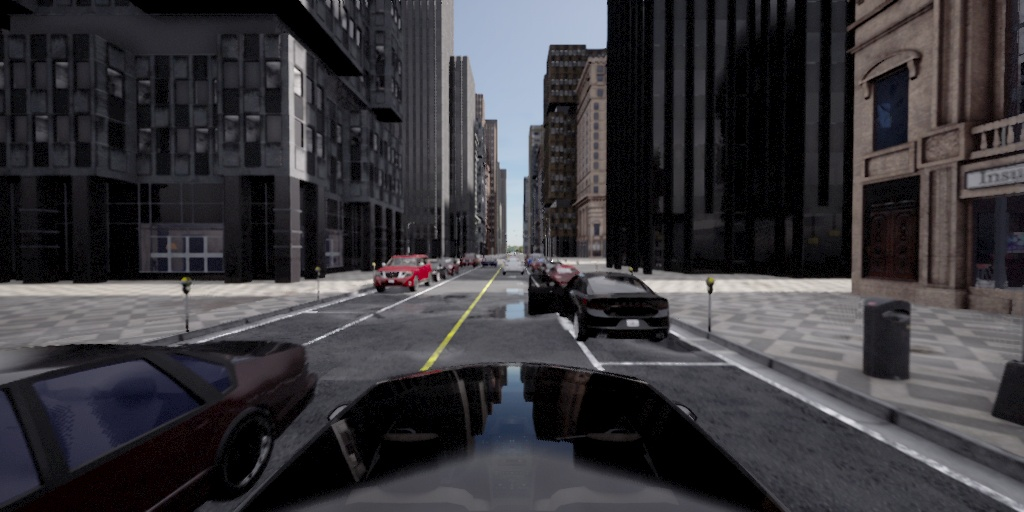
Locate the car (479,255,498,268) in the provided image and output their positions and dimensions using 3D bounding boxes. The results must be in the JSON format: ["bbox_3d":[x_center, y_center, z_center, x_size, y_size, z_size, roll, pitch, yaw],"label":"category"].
[{"bbox_3d":[-2.886,0.841,47.128,1.895,1.301,4.718,0,1,0],"label":"car"}]

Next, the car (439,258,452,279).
[{"bbox_3d":[-5.705,1.041,25.147,1.948,1.339,4.313,0,0,0],"label":"car"}]

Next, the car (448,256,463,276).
[{"bbox_3d":[-5.691,0.850,30.748,1.967,1.591,4.097,0,0,0],"label":"car"}]

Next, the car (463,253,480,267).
[{"bbox_3d":[-5.648,0.529,47.554,2.192,1.841,5.009,0,0,0],"label":"car"}]

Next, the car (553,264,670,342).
[{"bbox_3d":[2.379,1.136,9.514,1.882,1.535,5.008,0,1,0],"label":"car"}]

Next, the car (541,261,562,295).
[{"bbox_3d":[2.806,1.123,19.527,1.802,1.307,4.207,0,0,0],"label":"car"}]

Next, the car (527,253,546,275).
[{"bbox_3d":[2.849,0.784,36.331,1.967,1.591,4.097,0,0,0],"label":"car"}]

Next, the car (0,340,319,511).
[{"bbox_3d":[-3.101,1.298,1.683,2.033,1.411,5.357,0,1,0],"label":"car"}]

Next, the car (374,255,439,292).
[{"bbox_3d":[-5.719,0.856,19.545,2.192,1.841,5.009,0,0,0],"label":"car"}]

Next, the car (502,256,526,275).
[{"bbox_3d":[0.132,0.909,33.005,1.812,1.442,4.674,0,1,1],"label":"car"}]

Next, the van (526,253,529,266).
[{"bbox_3d":[2.863,0.620,41.933,1.690,1.789,3.998,0,0,0],"label":"van"}]

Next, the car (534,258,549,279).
[{"bbox_3d":[2.820,1.041,25.128,1.948,1.339,4.313,0,0,0],"label":"car"}]
